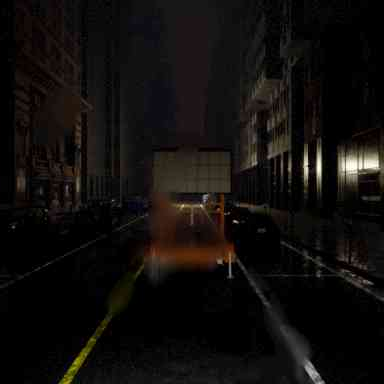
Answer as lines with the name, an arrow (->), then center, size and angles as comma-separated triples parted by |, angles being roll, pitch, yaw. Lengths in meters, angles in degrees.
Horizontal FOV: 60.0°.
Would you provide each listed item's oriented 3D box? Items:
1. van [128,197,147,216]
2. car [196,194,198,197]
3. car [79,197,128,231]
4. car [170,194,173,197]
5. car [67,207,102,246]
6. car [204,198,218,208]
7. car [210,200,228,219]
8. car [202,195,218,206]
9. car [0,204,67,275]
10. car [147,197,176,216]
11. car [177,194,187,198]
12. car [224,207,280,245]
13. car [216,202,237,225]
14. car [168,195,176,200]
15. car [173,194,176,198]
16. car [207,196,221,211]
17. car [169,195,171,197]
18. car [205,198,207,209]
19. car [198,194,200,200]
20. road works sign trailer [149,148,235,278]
van -> -5.739, 1.350, 32.052 | 1.690, 1.788, 3.998 | 0, 0, 0
car -> 2.826, 1.605, 93.684 | 1.887, 1.381, 4.507 | 0, 0, 0
car -> -5.746, 1.319, 20.850 | 2.192, 1.841, 5.009 | 0, 0, 0
car -> -5.714, 1.604, 71.265 | 1.947, 1.339, 4.313 | 0, 0, 0
car -> -5.751, 1.584, 15.247 | 1.802, 1.307, 4.206 | 0, 0, 0
car -> 2.796, 1.602, 48.867 | 1.802, 1.307, 4.206 | 0, 0, 0
car -> 2.782, 1.557, 26.458 | 2.008, 1.369, 4.403 | 0, 0, 0
car -> 2.793, 1.331, 43.265 | 2.192, 1.841, 5.009 | 0, 0, 0
car -> -5.754, 1.316, 9.646 | 2.192, 1.841, 5.009 | 0, 0, 0
car -> -3.078, 1.557, 33.492 | 2.033, 1.411, 5.357 | 0, 0, 0
car -> -2.941, 1.506, 90.080 | 1.895, 1.301, 4.718 | 0, 0, 0
car -> 2.774, 1.568, 15.255 | 1.947, 1.339, 4.313 | 0, 0, 0
car -> 2.778, 1.569, 20.857 | 1.947, 1.339, 4.313 | 0, 0, 0
car -> -5.699, 1.605, 93.672 | 1.887, 1.381, 4.507 | 0, 0, 0
car -> -5.707, 1.600, 82.468 | 2.008, 1.369, 4.403 | 0, 0, 0
car -> 2.786, 1.449, 32.061 | 1.967, 1.590, 4.097 | 0, 0, 0
car -> -5.718, 1.615, 65.662 | 1.802, 1.307, 4.206 | 0, 0, 0
car -> 2.789, 1.594, 37.662 | 1.802, 1.307, 4.206 | 0, 0, 0
car -> 2.811, 1.620, 71.276 | 1.802, 1.307, 4.206 | 0, 0, 0
road works sign trailer -> 0.006, 0.465, 10.107 | 2.380, 3.560, 2.880 | 0, 0, 0
